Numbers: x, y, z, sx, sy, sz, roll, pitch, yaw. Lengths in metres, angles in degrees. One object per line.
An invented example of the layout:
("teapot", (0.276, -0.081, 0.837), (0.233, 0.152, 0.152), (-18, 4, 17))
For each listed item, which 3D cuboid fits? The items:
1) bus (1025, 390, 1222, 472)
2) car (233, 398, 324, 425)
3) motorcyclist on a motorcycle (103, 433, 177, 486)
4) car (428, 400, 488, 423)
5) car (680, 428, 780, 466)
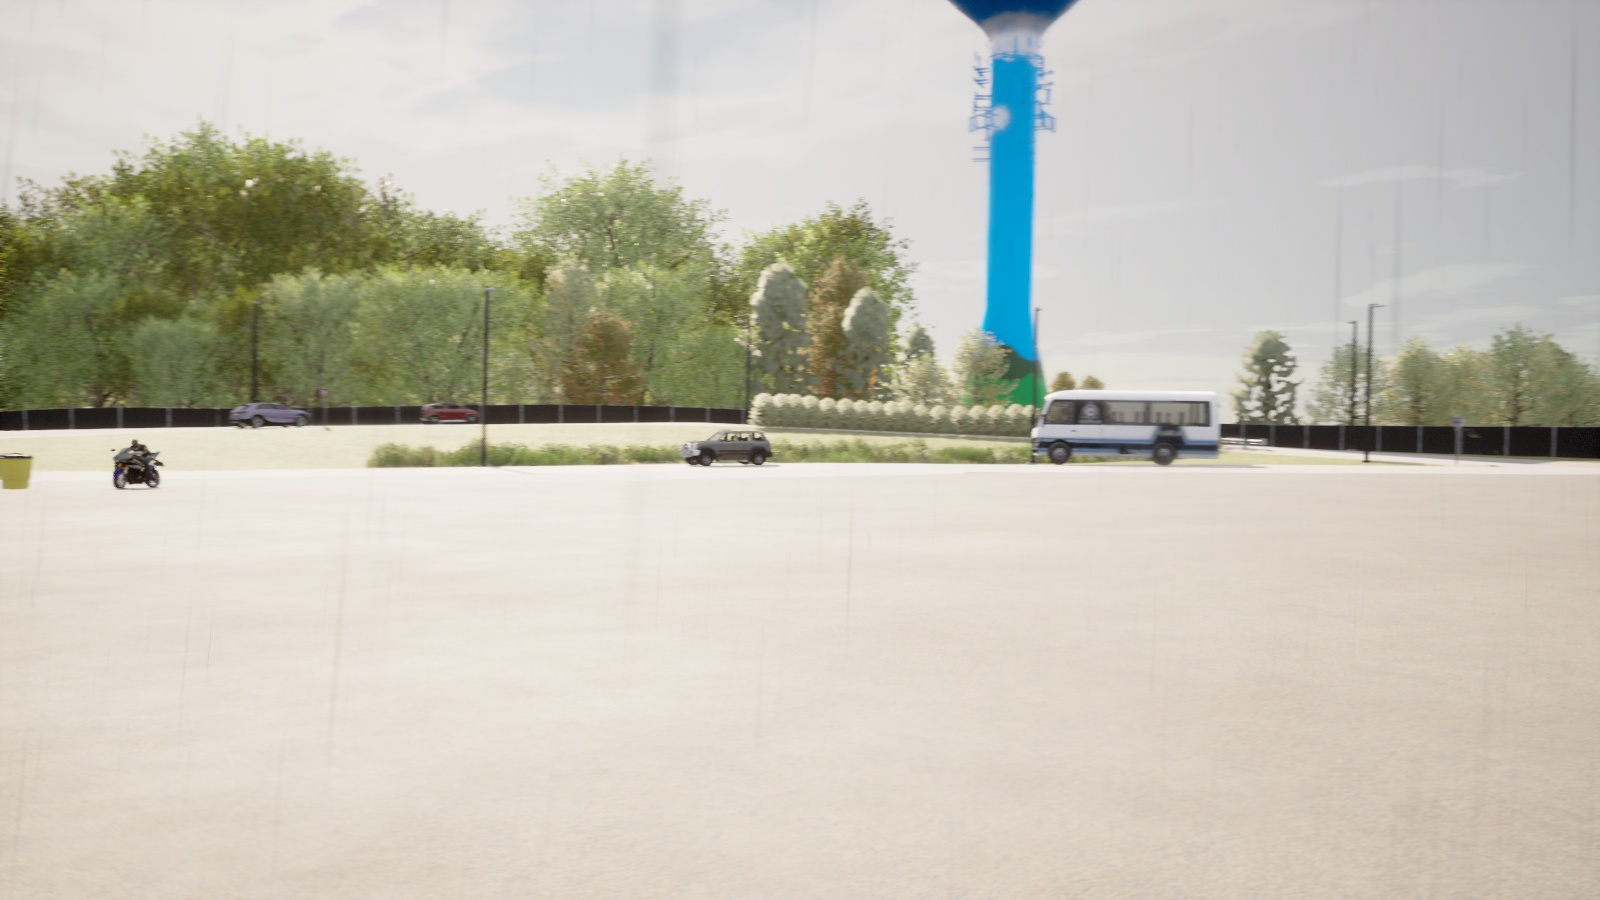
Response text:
("bus", (17.983, -1.087, 70.493), (10.273, 4.253, 3.944), (2, 1, 12))
("car", (-32.594, -2.425, 78.605), (2.033, 1.649, 4.856), (1, 3, 38))
("motorcyclist on a motorcycle", (-19.695, 0.287, 37.530), (0.866, 1.530, 2.191), (0, -1, 6))
("car", (-23.677, -2.703, 86.860), (3.705, 1.549, 1.789), (-1, 2, -26))
("car", (-3.524, -0.158, 63.042), (4.605, 1.855, 1.932), (0, 1, -27))
